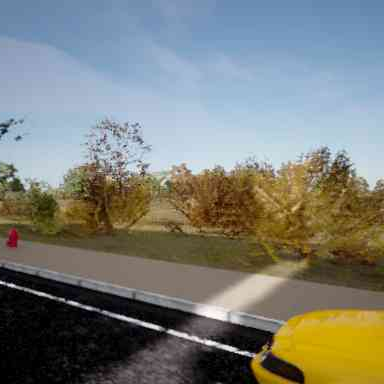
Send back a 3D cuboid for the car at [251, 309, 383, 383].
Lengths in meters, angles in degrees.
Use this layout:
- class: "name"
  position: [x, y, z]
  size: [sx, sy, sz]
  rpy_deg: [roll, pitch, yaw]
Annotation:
- class: "car"
  position: [3.145, 1.521, 2.495]
  size: [5.366, 1.575, 1.801]
  rpy_deg: [0, -1, 33]
